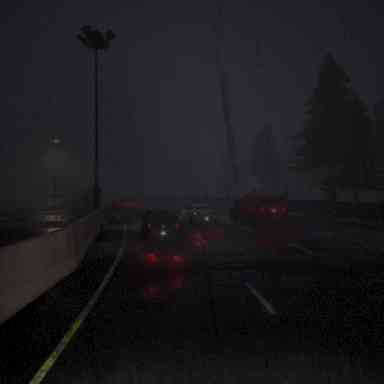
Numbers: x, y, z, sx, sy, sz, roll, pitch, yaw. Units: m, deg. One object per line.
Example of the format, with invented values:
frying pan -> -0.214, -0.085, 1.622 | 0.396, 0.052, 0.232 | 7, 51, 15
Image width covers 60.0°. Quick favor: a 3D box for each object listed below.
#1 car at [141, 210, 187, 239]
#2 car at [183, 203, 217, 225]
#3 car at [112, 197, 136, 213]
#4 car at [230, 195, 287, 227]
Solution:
car -> -1.726, 1.600, 17.487 | 1.895, 1.301, 4.718 | 0, 0, -10
car -> 0.458, 1.517, 23.837 | 1.812, 1.442, 4.674 | 0, 0, -13
car -> -7.834, 1.361, 37.999 | 2.097, 1.767, 4.553 | 0, 0, -22
car -> 4.353, 1.203, 22.624 | 2.150, 2.045, 5.566 | 0, 0, -13
